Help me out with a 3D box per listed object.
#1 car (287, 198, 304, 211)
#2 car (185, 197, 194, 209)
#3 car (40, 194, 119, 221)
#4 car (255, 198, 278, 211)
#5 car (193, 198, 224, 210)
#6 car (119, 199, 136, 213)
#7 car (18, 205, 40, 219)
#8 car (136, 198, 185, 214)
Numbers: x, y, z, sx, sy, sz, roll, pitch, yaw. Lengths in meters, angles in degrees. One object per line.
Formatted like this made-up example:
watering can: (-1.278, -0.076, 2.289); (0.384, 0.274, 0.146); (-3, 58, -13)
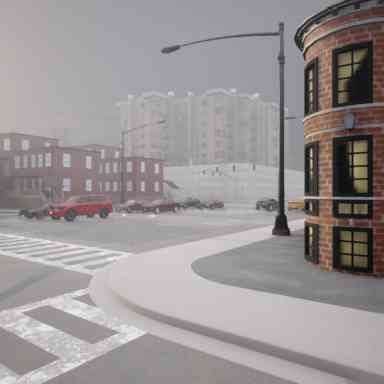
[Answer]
car: (13.184, 1.478, 40.296); (1.882, 1.535, 5.008); (0, 0, 36)
car: (-0.682, 1.492, 45.275); (2.128, 1.511, 4.902); (0, 0, 36)
car: (-9.109, 1.221, 27.509); (2.150, 2.045, 5.566); (0, 0, 36)
car: (9.515, 1.505, 41.210); (1.837, 1.490, 4.892); (0, 0, 36)
car: (2.538, 1.564, 43.761); (1.994, 1.385, 4.181); (0, 0, 35)
car: (-6.460, 1.526, 37.213); (1.812, 1.442, 4.674); (0, 0, 35)
car: (-12.189, 1.547, 29.221); (2.033, 1.411, 5.357); (0, 0, 36)
car: (-3.313, 1.478, 35.610); (1.882, 1.535, 5.008); (0, 0, 36)
